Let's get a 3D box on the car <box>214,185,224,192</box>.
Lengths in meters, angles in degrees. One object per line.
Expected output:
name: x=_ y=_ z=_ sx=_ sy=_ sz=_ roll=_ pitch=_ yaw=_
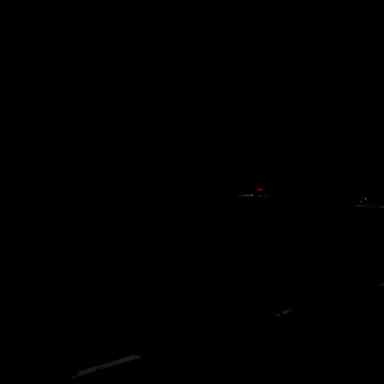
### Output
car: x=6.445 y=-0.634 z=66.912 sx=2.033 sy=1.411 sz=5.357 roll=1 pitch=2 yaw=-25

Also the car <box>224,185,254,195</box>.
car: x=7.914 y=-0.349 z=56.496 sx=1.882 sy=1.535 sz=5.008 roll=1 pitch=2 yaw=-24

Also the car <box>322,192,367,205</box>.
car: x=16.869 y=0.665 z=36.978 sx=1.895 sy=1.301 sz=4.718 roll=1 pitch=2 yaw=-25

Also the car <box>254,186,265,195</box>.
car: x=10.669 y=-0.270 z=57.920 sx=2.128 sy=1.511 sz=4.902 roll=1 pitch=2 yaw=-24
